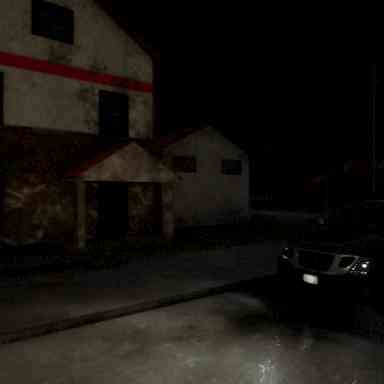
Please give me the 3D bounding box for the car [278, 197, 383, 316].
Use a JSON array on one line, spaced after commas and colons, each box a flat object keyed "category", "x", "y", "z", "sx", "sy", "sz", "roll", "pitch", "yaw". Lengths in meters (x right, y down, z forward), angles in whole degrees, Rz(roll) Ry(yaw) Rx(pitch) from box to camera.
[{"category": "car", "x": 4.474, "y": 1.192, "z": 7.730, "sx": 5.566, "sy": 2.045, "sz": 2.150, "roll": -2, "pitch": 1, "yaw": -34}]
